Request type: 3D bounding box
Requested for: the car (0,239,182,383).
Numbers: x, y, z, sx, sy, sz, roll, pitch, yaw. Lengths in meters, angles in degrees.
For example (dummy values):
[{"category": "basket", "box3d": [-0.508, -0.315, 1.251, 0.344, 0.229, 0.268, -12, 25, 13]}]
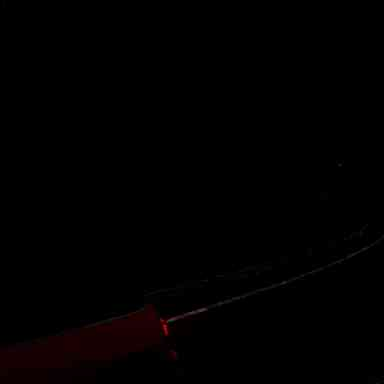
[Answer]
[{"category": "car", "box3d": [-2.383, 1.373, 2.589, 4.553, 1.767, 2.097, 0, 0, -37]}]
